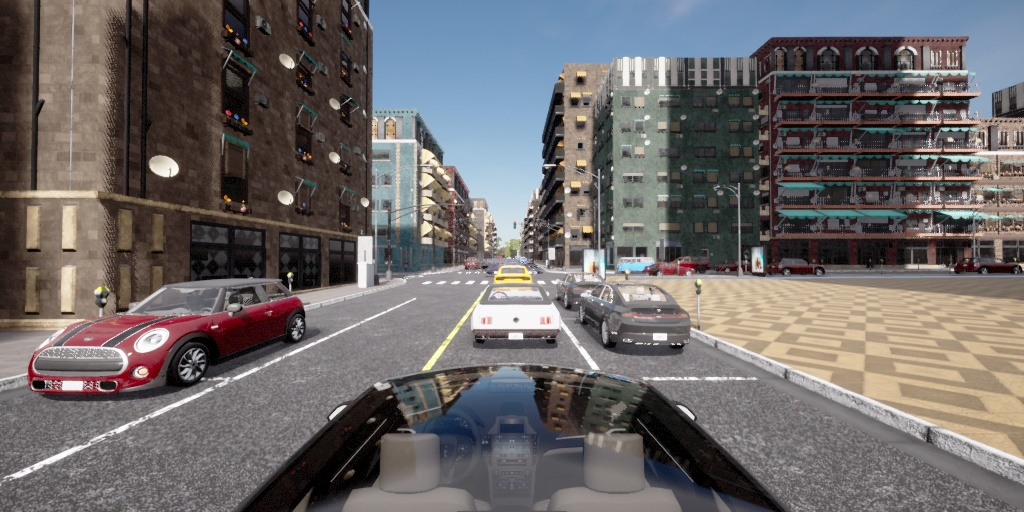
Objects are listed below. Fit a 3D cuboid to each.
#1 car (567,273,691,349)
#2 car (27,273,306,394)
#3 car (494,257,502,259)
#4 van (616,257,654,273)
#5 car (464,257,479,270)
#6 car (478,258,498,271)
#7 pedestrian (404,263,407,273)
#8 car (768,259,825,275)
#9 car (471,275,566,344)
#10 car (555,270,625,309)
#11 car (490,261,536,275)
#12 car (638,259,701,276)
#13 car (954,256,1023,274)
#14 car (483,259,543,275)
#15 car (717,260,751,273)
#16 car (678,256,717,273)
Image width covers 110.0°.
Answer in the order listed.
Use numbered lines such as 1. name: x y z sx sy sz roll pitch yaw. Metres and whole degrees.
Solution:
1. car: 2.804 1.303 8.997 2.007 1.370 4.403 0 0 0
2. car: -5.831 1.191 6.741 1.967 1.591 4.097 0 0 0
3. car: -3.221 1.320 60.143 2.033 1.411 5.357 0 0 0
4. van: 13.681 1.046 39.600 3.998 1.789 1.690 0 0 0
5. car: -5.810 1.084 52.780 2.192 1.841 5.009 0 0 0
6. car: -3.231 1.369 50.450 1.895 1.301 4.718 0 0 1
7. pedestrian: -12.625 1.098 42.689 0.375 1.860 0.375 0 0 0
8. car: 24.694 0.936 31.166 4.097 1.591 1.967 0 0 0
9. car: 0.080 1.353 9.580 1.895 1.301 4.718 0 0 0
10. car: 2.791 1.304 14.567 2.007 1.370 4.403 0 0 0
11. car: 0.052 1.233 19.033 1.882 1.535 5.008 0 0 0
12. car: 13.639 1.163 31.220 4.207 1.307 1.802 0 0 0
13. car: 41.276 0.812 31.086 4.097 1.591 1.967 0 0 0
14. car: 0.251 1.271 33.886 5.357 1.411 2.033 0 -1 0
15. car: 24.737 1.166 39.547 4.507 1.381 1.888 0 0 0
16. car: 19.209 0.978 39.573 5.009 1.841 2.192 0 0 0
